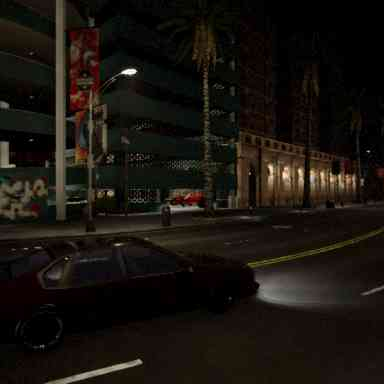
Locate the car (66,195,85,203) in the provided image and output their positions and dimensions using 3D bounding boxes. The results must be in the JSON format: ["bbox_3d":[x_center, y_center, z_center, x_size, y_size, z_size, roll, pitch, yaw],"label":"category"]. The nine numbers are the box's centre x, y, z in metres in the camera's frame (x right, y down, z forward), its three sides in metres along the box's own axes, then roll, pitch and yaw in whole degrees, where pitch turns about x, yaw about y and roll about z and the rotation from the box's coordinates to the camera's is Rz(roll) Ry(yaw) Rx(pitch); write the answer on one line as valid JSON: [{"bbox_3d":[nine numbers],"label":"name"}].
[{"bbox_3d":[-23.616,1.391,66.033,2.161,1.482,4.786,0,0,41],"label":"car"}]

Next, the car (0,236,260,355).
[{"bbox_3d":[-1.348,1.545,5.999,5.357,1.411,2.033,0,0,-30],"label":"car"}]

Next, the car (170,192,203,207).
[{"bbox_3d":[-0.586,1.013,46.649,2.435,2.045,5.566,0,0,41],"label":"car"}]
